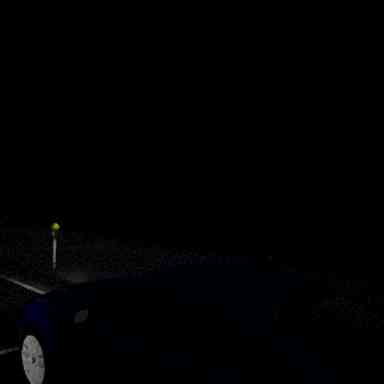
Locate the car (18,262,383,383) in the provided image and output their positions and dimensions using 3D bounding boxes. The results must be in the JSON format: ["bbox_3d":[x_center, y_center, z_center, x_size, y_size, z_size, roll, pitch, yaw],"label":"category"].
[{"bbox_3d":[0.068,1.488,3.381,5.008,1.535,1.882,1,0,39],"label":"car"}]
